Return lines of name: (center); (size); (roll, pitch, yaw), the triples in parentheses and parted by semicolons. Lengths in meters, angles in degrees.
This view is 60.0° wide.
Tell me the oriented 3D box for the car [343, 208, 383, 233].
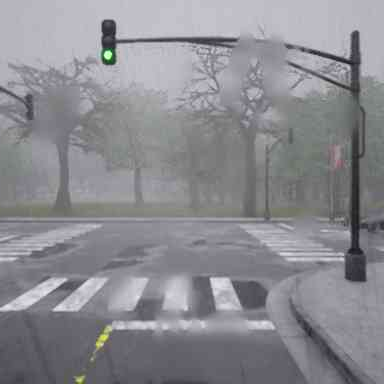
car: (11.799, 1.608, 19.403); (5.357, 1.411, 2.033); (0, 0, 0)
